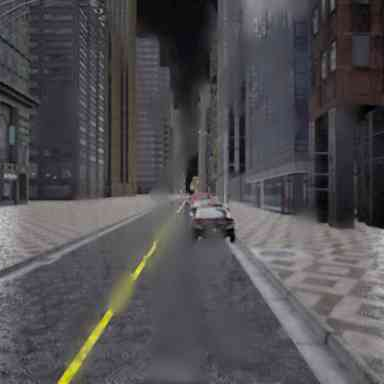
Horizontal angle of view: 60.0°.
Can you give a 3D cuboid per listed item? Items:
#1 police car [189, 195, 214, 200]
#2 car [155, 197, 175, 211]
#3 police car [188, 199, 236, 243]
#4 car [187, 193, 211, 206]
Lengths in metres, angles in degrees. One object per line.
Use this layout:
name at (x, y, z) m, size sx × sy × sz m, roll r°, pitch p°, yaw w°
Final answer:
police car at (0.899, 1.327, 25.891) m, size 1.930 × 1.638 × 5.238 m, roll 0°, pitch 0°, yaw 0°
car at (-3.091, 1.374, 38.579) m, size 1.837 × 1.490 × 4.892 m, roll 0°, pitch 0°, yaw 0°
police car at (0.900, 1.359, 15.890) m, size 1.930 × 1.638 × 5.238 m, roll 0°, pitch 0°, yaw 0°
car at (0.900, 1.111, 31.812) m, size 2.150 × 2.045 × 5.566 m, roll 0°, pitch 0°, yaw 0°
